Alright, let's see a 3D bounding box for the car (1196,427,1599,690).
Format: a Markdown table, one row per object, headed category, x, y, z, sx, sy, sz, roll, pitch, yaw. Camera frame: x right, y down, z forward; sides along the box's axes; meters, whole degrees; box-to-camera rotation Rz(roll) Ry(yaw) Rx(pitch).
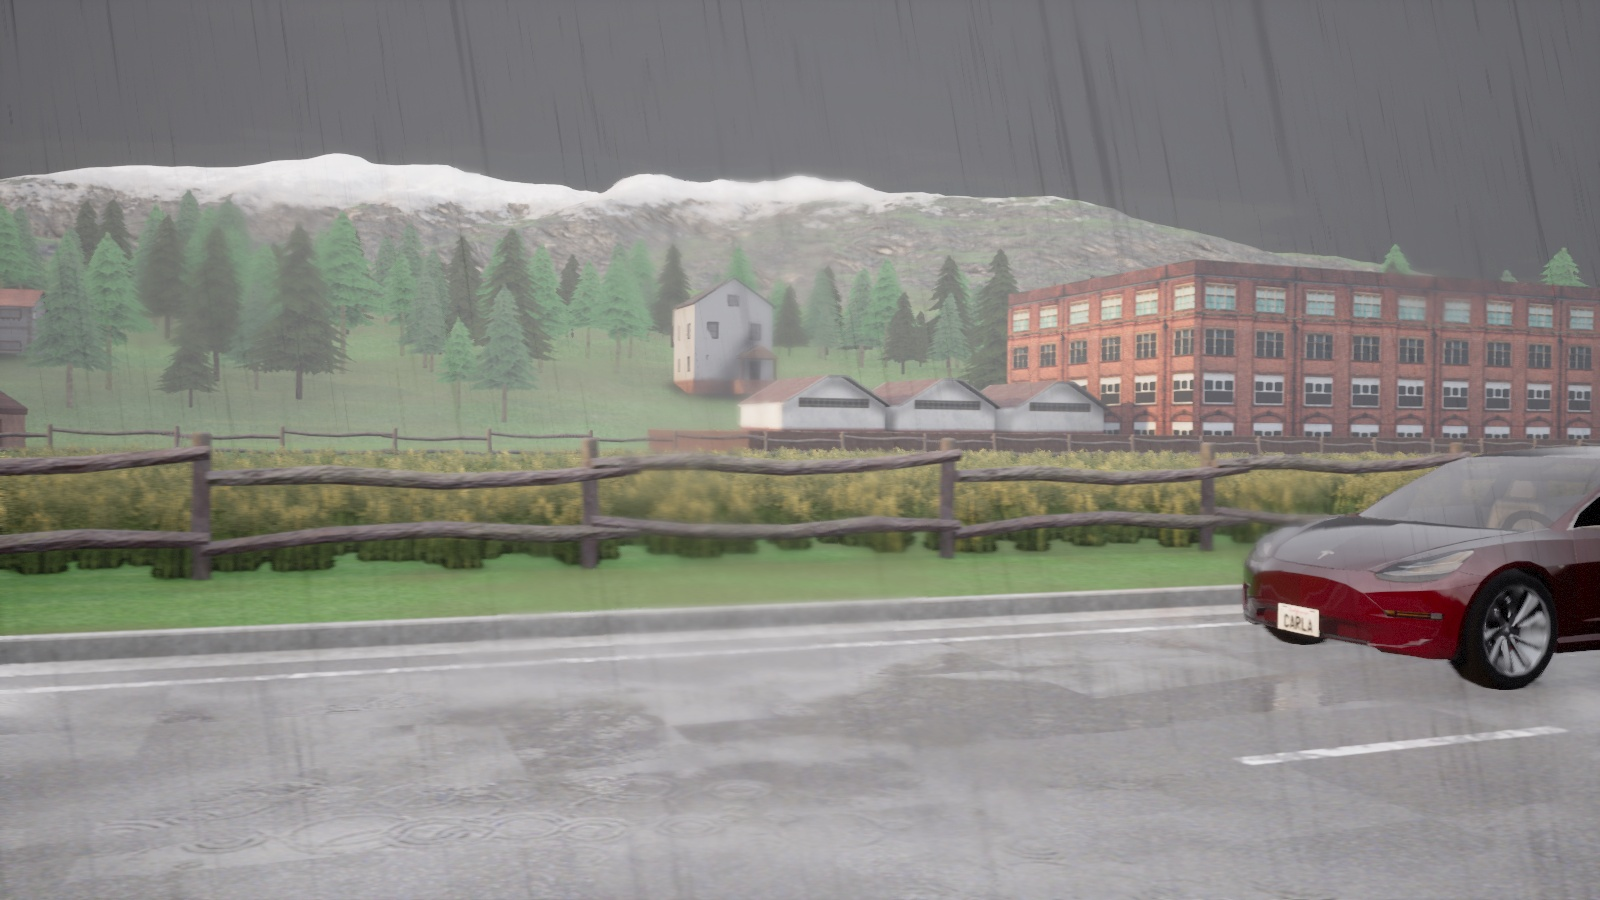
| category | x | y | z | sx | sy | sz | roll | pitch | yaw |
| --- | --- | --- | --- | --- | --- | --- | --- | --- | --- |
| car | 5.544 | 0.590 | 9.088 | 4.792 | 1.488 | 2.163 | -1 | 1 | -21 |
